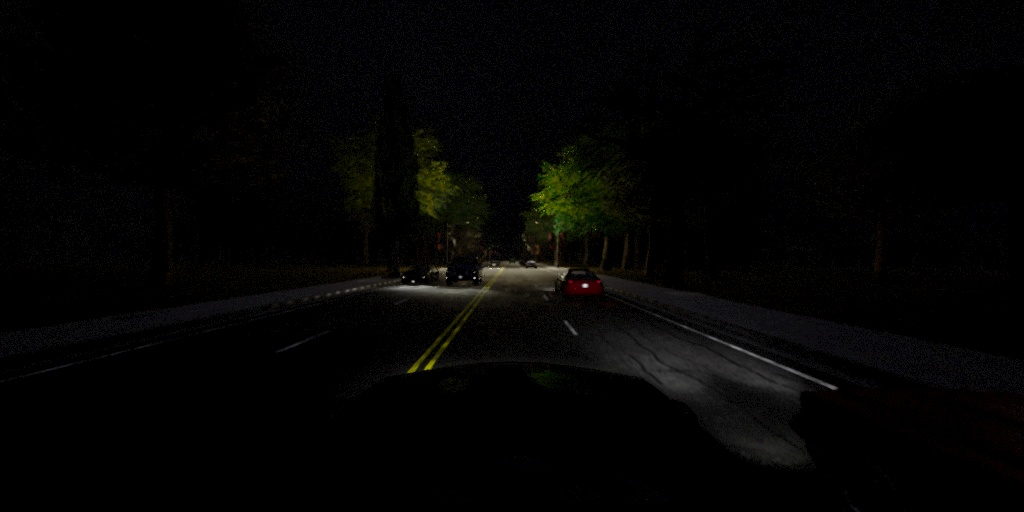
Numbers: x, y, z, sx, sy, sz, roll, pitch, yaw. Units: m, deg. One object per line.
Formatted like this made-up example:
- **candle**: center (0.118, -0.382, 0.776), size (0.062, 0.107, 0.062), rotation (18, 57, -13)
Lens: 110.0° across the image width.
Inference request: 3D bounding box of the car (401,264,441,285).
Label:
- **car**: center (-6.583, 1.329, 26.577), size (2.033, 1.411, 5.357), rotation (0, 0, 0)

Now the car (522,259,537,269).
- **car**: center (3.279, 1.455, 61.458), size (2.033, 1.411, 5.357), rotation (0, 0, 0)

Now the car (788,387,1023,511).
- **car**: center (3.350, 1.351, 0.969), size (1.895, 1.301, 4.718), rotation (0, 0, 0)

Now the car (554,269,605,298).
- **car**: center (3.359, 1.328, 18.454), size (1.994, 1.385, 4.181), rotation (0, 0, 0)

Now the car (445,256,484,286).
- **car**: center (-3.334, 1.002, 25.955), size (2.150, 2.045, 5.566), rotation (0, 0, 0)
